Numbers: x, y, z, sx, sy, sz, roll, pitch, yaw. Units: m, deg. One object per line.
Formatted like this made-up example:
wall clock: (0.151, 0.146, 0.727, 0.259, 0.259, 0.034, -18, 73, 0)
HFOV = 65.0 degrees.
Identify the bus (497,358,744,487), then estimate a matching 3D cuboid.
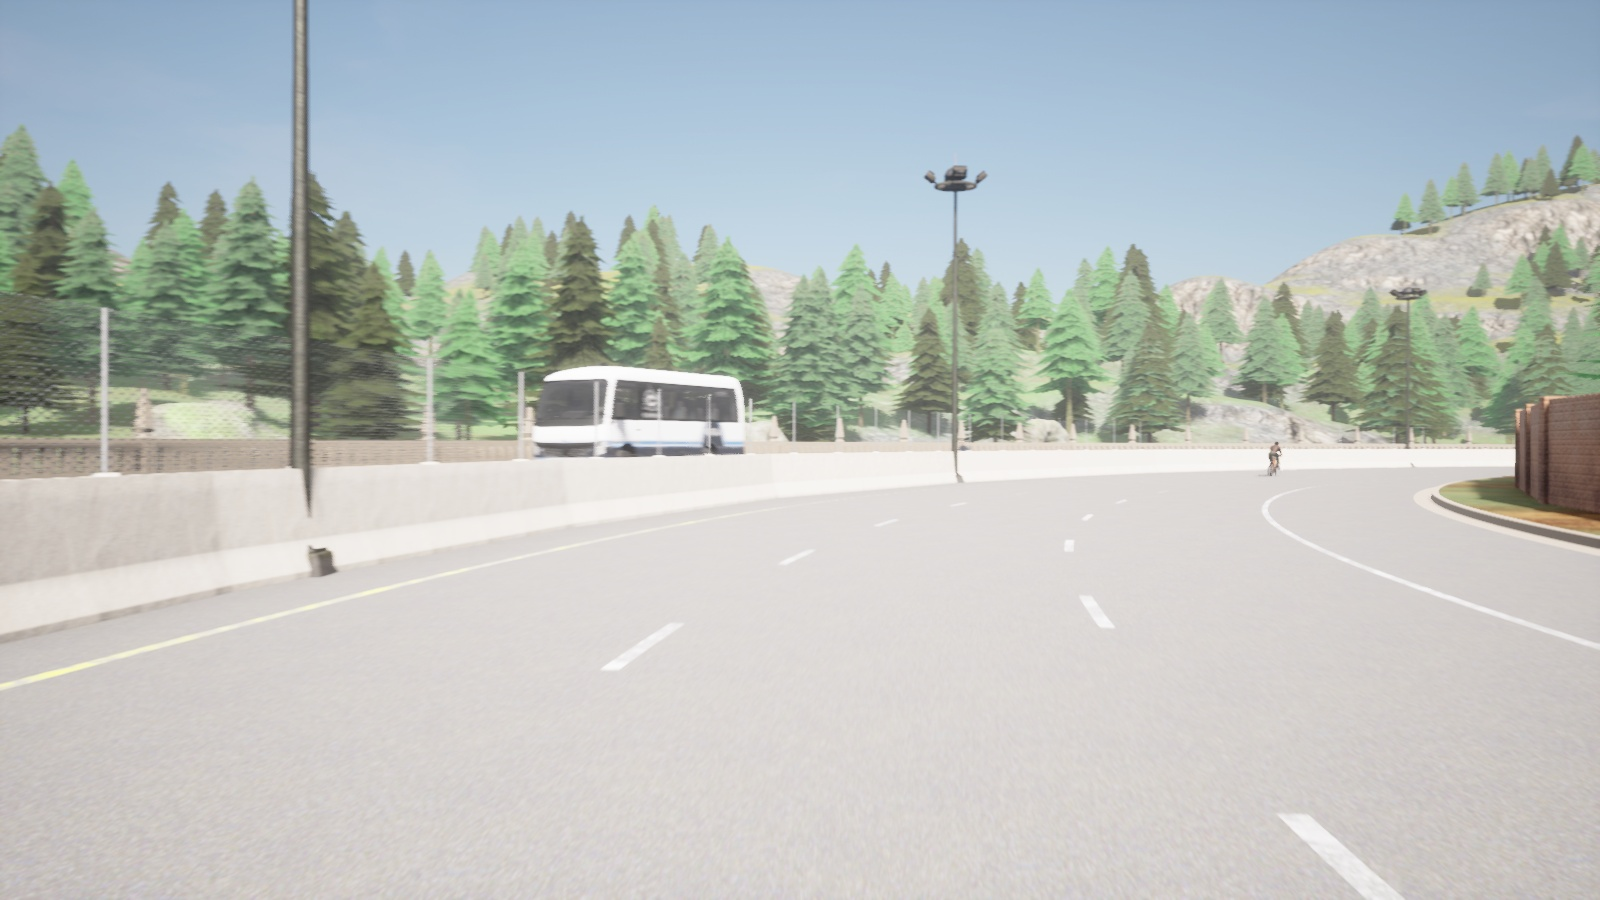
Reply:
bus: (-6.340, -0.922, 46.910, 3.944, 4.253, 10.273, 0, 0, 27)
